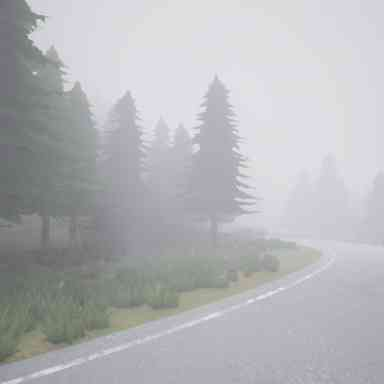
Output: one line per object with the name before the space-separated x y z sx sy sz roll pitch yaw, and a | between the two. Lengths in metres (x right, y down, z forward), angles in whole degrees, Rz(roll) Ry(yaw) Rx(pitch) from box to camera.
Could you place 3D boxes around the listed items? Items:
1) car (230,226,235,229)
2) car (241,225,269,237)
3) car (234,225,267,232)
car | 7.473 6.500 56.684 2.033 1.411 5.357 1 -6 5
car | 8.700 5.416 46.624 1.882 1.535 5.008 2 -6 -14
car | 7.263 4.895 40.242 1.994 1.385 4.181 2 -6 -18
